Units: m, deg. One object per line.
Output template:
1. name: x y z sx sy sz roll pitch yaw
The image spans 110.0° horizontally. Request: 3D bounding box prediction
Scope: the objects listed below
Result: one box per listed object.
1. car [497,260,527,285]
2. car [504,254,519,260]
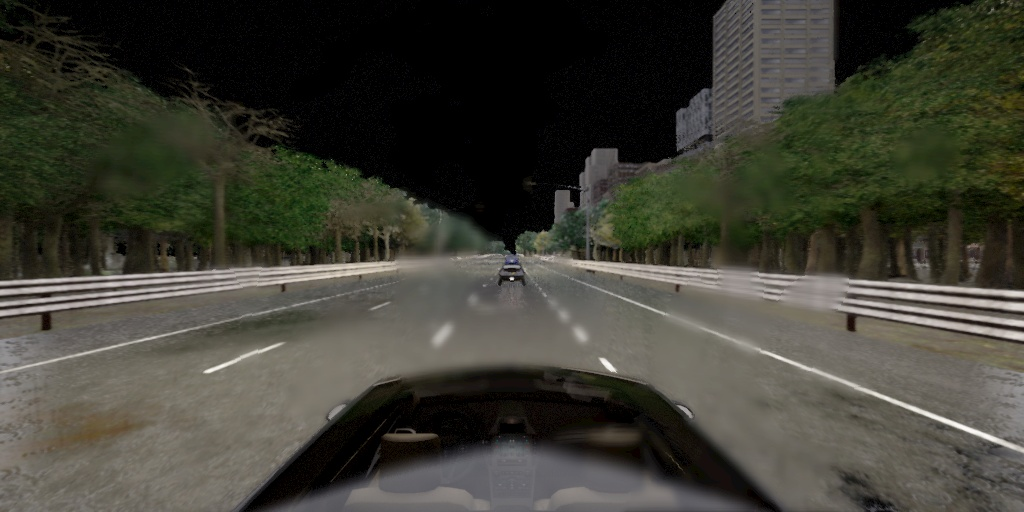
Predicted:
1. car: -0.008 1.250 26.210 1.837 1.490 4.892 0 0 0
2. car: -0.022 0.922 57.044 2.150 2.045 5.566 0 0 0
